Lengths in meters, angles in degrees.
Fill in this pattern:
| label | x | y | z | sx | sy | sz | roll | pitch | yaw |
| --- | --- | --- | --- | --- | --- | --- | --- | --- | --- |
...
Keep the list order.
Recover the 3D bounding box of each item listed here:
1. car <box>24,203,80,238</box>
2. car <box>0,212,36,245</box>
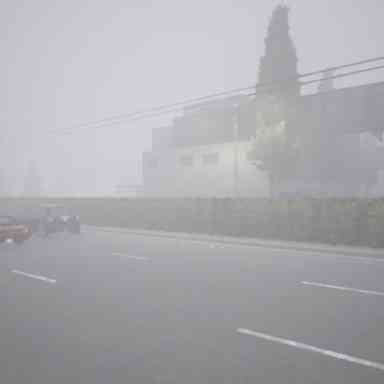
| label | x | y | z | sx | sy | sz | roll | pitch | yaw |
| --- | --- | --- | --- | --- | --- | --- | --- | --- | --- |
| car | -8.304 | 1.466 | 18.507 | 4.553 | 1.767 | 2.097 | 0 | 0 | 36 |
| car | -9.262 | 1.706 | 14.890 | 4.718 | 1.301 | 1.895 | 0 | 0 | 36 |
